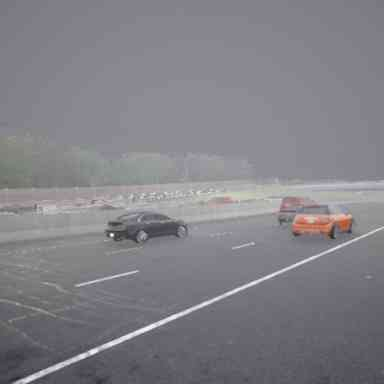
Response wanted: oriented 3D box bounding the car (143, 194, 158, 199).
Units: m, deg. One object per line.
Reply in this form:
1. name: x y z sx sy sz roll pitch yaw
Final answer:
1. car: -8.960 1.047 70.990 2.033 1.411 5.357 -1 2 27

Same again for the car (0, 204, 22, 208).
1. car: -22.637 2.155 40.103 1.994 1.385 4.181 -1 1 21

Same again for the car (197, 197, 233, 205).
1. car: 3.666 1.689 46.947 2.150 2.045 5.566 -2 -1 40

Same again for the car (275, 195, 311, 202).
1. car: 10.787 1.419 33.285 2.150 2.045 5.566 -2 -1 39

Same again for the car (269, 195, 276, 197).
1. car: 15.040 1.583 60.793 2.150 2.045 5.566 -2 0 40

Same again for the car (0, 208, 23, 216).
1. car: -12.866 2.025 21.375 1.812 1.442 4.674 -2 -1 40

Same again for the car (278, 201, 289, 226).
1. car: 7.967 1.664 24.312 2.128 1.511 4.902 -2 -1 39

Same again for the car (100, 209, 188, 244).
1. car: -2.213 1.769 17.472 1.837 1.490 4.892 -2 -1 40

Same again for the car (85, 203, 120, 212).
1. car: -8.739 2.080 31.860 1.837 1.490 4.892 -2 -1 40

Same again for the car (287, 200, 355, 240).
1. car: 7.248 1.464 18.095 2.097 1.767 4.553 -2 -1 40

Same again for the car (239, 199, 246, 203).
1. car: 10.367 2.001 60.564 2.033 1.411 5.357 -2 -1 39

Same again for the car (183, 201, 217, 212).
1. car: 1.242 2.086 49.444 2.033 1.411 5.357 -2 -1 40

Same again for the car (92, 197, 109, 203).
1. car: -15.743 1.623 56.769 1.882 1.535 5.008 -1 1 25

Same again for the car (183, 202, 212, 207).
1. car: -0.230 2.062 36.683 1.895 1.301 4.718 -2 -1 39

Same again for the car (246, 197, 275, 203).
1. car: 10.715 1.890 50.025 2.033 1.411 5.357 -2 -1 39
